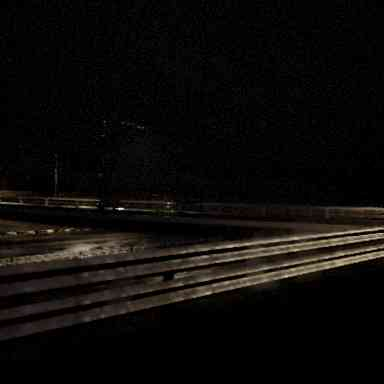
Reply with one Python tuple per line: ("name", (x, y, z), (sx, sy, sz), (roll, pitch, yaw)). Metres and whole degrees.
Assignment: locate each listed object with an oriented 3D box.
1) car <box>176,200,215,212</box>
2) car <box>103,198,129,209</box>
("car", (0.162, 1.628, 36.544), (4.892, 1.490, 1.837), (1, -1, 22))
("car", (-11.656, 1.750, 49.964), (4.892, 1.490, 1.837), (0, -1, 30))
